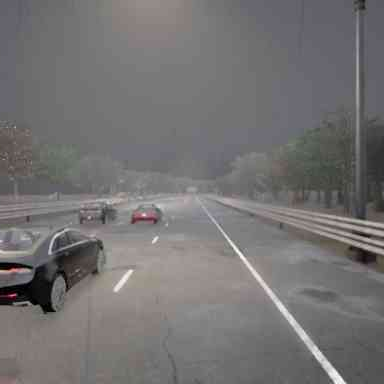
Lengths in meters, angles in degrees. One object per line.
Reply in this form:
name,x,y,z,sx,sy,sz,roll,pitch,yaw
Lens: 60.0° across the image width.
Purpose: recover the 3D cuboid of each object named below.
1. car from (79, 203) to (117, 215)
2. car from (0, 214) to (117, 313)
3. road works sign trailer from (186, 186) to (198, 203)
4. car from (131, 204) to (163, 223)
car,-6.902,1.531,24.766,2.128,1.511,4.902,0,0,0
car,-3.402,1.505,7.650,2.128,1.511,4.902,0,0,0
road works sign trailer,-0.001,0.543,69.539,2.380,3.560,2.880,0,0,0
car,-3.399,1.604,25.613,1.994,1.385,4.181,0,0,0
